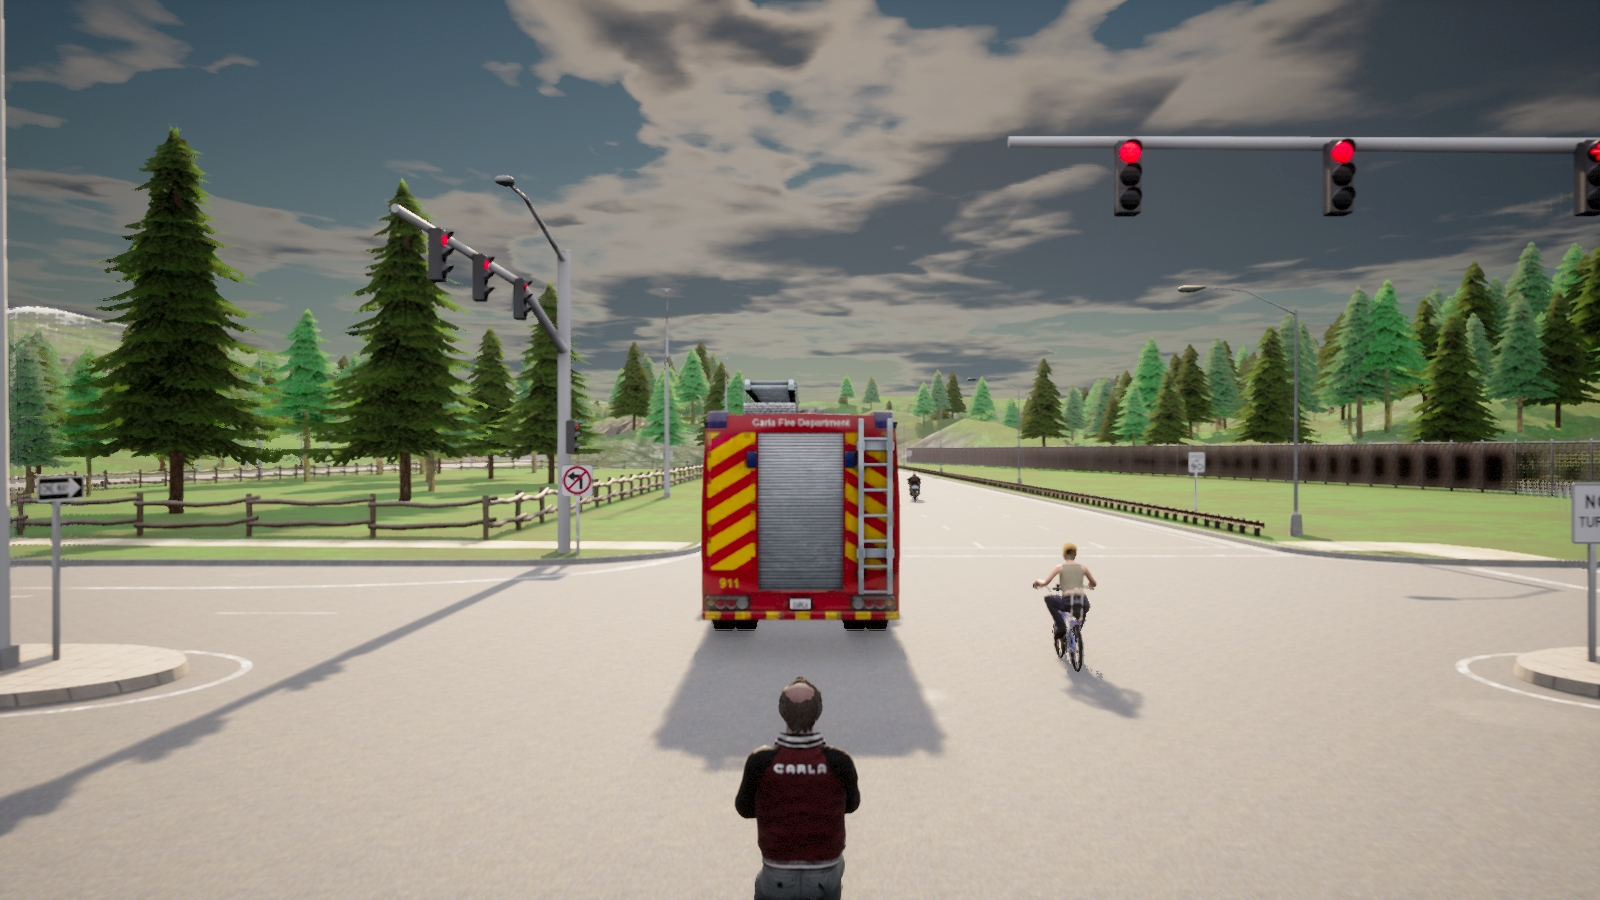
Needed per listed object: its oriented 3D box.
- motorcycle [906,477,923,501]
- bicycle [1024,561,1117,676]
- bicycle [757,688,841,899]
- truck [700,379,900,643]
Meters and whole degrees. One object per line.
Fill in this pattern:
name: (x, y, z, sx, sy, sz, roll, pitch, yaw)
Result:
motorcycle: (6.457, 2.197, 64.315, 0.867, 1.251, 2.209, -1, 0, 4)
bicycle: (3.487, 2.156, 14.869, 0.859, 1.277, 1.487, 0, 0, 0)
bicycle: (-0.005, 2.059, 5.410, 0.329, 1.471, 1.835, 0, 0, 0)
truck: (-0.002, 0.888, 20.797, 2.891, 3.827, 8.468, 0, 0, 0)
